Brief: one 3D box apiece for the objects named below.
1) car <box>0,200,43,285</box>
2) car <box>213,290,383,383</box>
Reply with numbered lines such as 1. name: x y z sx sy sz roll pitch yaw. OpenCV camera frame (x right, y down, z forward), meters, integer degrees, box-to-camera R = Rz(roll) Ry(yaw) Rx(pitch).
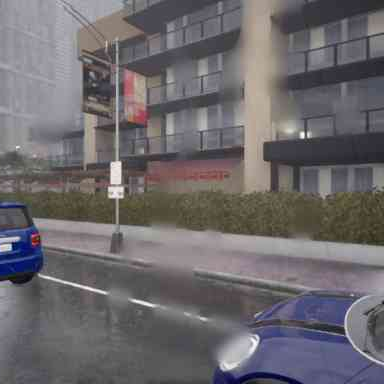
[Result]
1. car: -5.969 1.221 8.256 5.566 2.045 2.150 0 0 35
2. car: 2.389 1.352 2.381 4.553 1.767 2.097 0 0 35
